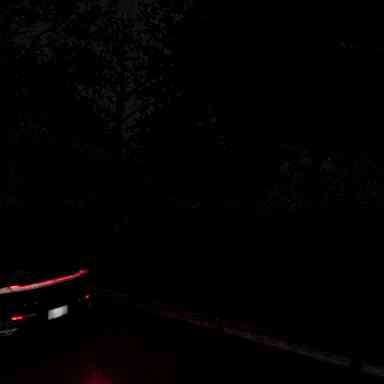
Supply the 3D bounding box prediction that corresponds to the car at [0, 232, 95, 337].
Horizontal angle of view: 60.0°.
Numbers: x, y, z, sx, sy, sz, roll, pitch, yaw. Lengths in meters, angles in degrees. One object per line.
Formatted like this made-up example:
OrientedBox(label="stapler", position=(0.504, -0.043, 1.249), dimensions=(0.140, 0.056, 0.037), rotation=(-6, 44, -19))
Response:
OrientedBox(label="car", position=(-3.878, 1.496, 6.137), dimensions=(4.902, 1.511, 2.128), rotation=(0, 0, 35))
